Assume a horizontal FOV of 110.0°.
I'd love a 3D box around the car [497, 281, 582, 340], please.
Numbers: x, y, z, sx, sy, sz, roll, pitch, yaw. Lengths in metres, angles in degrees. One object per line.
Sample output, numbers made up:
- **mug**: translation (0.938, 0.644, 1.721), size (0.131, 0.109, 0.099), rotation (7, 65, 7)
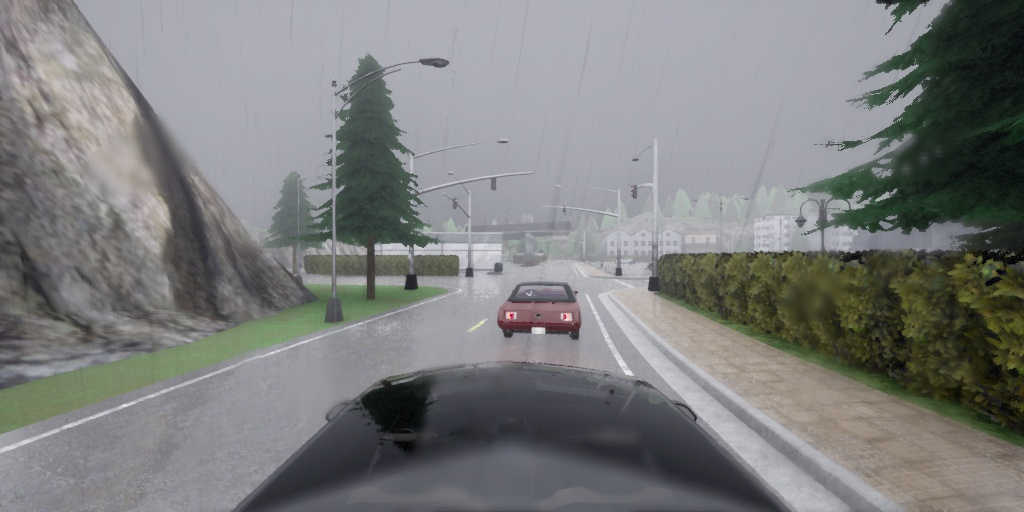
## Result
- **car**: translation (0.909, 1.351, 10.064), size (1.895, 1.301, 4.718), rotation (0, 0, 8)
